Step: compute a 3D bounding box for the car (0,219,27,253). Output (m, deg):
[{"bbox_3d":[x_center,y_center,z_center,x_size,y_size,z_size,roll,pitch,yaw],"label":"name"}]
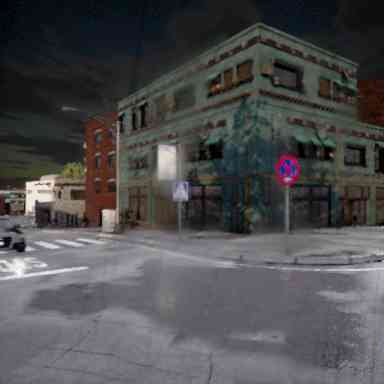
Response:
[{"bbox_3d":[-8.422,1.845,14.101,1.994,1.385,4.181,1,-3,-37],"label":"car"}]
